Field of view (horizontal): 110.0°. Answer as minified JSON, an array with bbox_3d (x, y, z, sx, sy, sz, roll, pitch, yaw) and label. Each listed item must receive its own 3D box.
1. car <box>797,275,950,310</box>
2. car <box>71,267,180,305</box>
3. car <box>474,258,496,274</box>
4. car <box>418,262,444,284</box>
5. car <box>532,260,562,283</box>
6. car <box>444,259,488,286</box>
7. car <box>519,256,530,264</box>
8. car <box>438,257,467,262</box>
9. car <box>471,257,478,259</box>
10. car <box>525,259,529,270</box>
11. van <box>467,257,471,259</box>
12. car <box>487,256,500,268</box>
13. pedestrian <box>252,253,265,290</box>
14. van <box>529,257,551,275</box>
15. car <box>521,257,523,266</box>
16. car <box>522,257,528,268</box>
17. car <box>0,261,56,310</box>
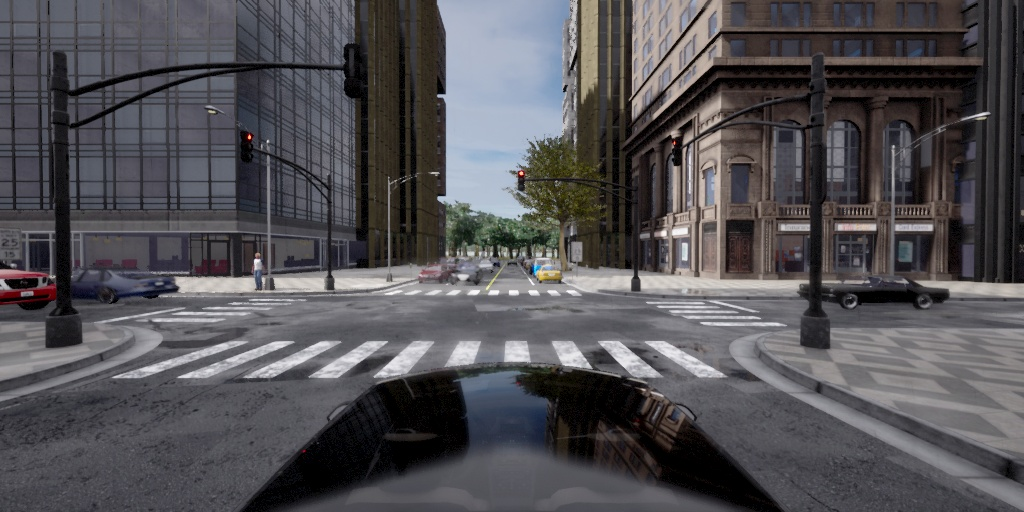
[{"bbox_3d":[14.702,1.444,14.820,4.718,1.301,1.895,0,1,0],"label":"car"},{"bbox_3d":[-16.810,1.145,14.634,5.357,1.411,2.033,1,1,2],"label":"car"},{"bbox_3d":[-3.117,1.228,41.386,1.812,1.442,4.674,0,0,0],"label":"car"},{"bbox_3d":[-5.779,1.311,26.954,1.802,1.307,4.207,0,0,0],"label":"car"},{"bbox_3d":[2.747,1.254,27.138,1.751,1.417,4.829,0,0,0],"label":"car"},{"bbox_3d":[-3.114,1.222,25.308,2.128,1.511,4.902,0,0,0],"label":"car"},{"bbox_3d":[2.726,1.202,61.046,2.007,1.370,4.403,0,0,0],"label":"car"},{"bbox_3d":[-5.782,1.034,32.635,2.192,1.841,5.009,0,0,0],"label":"car"},{"bbox_3d":[-5.789,1.011,43.995,2.192,1.841,5.009,0,0,0],"label":"car"},{"bbox_3d":[2.740,1.275,38.328,1.948,1.339,4.313,0,0,0],"label":"car"},{"bbox_3d":[-5.786,1.050,38.315,1.690,1.789,3.998,0,0,0],"label":"van"},{"bbox_3d":[-3.053,1.007,59.520,2.097,1.767,4.553,0,0,0],"label":"car"},{"bbox_3d":[-12.533,0.741,17.779,0.375,1.860,0.375,0,0,0],"label":"pedestrian"},{"bbox_3d":[2.743,1.060,32.649,1.690,1.789,3.998,0,0,0],"label":"van"},{"bbox_3d":[2.729,1.213,55.366,1.888,1.381,4.507,0,0,0],"label":"car"},{"bbox_3d":[2.733,1.208,49.857,1.751,1.417,4.829,0,0,0],"label":"car"},{"bbox_3d":[-18.381,0.842,11.526,5.566,2.045,2.150,1,1,0],"label":"car"}]
